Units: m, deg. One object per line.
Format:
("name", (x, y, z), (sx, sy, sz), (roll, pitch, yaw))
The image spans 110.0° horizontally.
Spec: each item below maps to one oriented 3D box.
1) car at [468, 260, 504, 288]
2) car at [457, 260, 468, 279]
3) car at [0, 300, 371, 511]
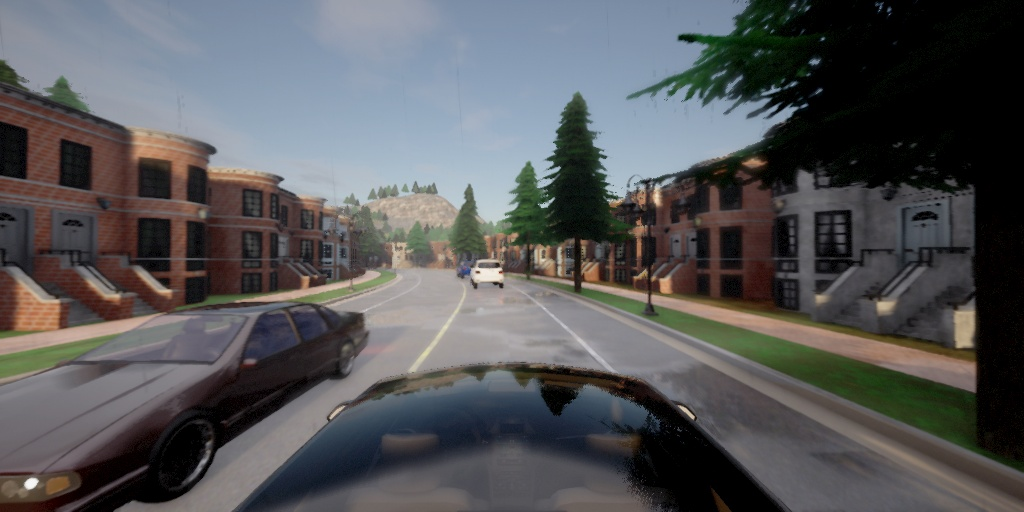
("car", (-1.971, 1.317, 27.324), (2.150, 2.045, 5.566), (0, -1, -9))
("car", (-4.970, 1.505, 41.068), (2.150, 2.045, 5.566), (0, 0, -15))
("car", (-3.640, 1.339, 4.696), (2.033, 1.411, 5.357), (0, -1, -1))
